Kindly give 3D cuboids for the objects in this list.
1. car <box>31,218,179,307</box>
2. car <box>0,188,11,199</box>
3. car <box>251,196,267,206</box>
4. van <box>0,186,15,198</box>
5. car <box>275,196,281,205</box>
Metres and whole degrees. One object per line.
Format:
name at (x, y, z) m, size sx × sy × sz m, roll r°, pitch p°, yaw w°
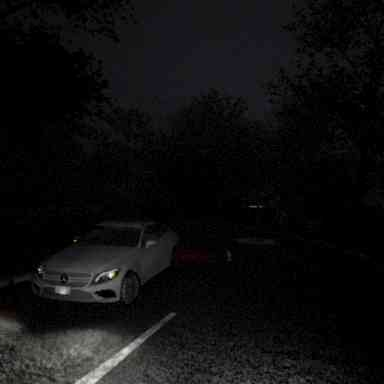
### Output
car at (-1.618, 1.385, 7.891) m, size 1.812 × 1.442 × 4.674 m, roll 1°, pitch 1°, yaw 14°
car at (-28.191, 0.124, 46.415) m, size 4.792 × 1.488 × 2.163 m, roll 2°, pitch 1°, yaw -35°
car at (10.820, 1.340, 53.136) m, size 2.128 × 1.511 × 4.902 m, roll 1°, pitch 1°, yaw 23°
van at (-23.528, 0.267, 39.513) m, size 4.442 × 1.987 × 1.878 m, roll 2°, pitch 1°, yaw -35°
car at (15.144, 1.102, 55.556) m, size 2.150 × 2.045 × 5.566 m, roll 1°, pitch 1°, yaw 10°
